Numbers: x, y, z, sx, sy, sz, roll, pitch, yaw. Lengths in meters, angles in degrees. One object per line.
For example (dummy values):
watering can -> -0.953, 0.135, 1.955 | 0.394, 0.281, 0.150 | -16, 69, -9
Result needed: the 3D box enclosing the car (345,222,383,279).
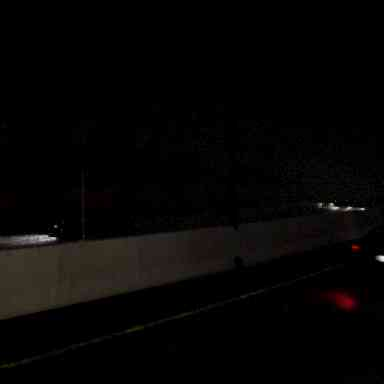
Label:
car -> 5.783, 1.427, 8.698 | 4.181, 1.385, 1.994 | -1, 1, -40
